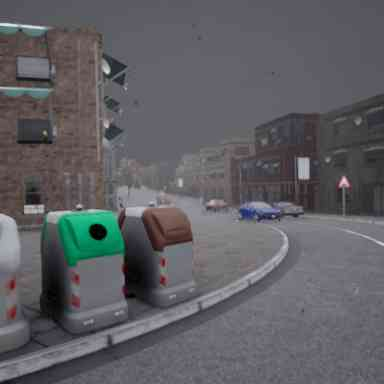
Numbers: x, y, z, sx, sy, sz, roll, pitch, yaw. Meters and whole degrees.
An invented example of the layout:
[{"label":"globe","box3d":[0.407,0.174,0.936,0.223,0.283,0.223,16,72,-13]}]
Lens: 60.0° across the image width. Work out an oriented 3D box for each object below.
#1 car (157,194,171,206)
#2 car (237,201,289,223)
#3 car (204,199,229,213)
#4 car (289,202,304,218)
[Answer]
[{"label":"car","box3d":[-5.549,1.493,65.579,2.150,2.045,5.566,-1,2,-14]},{"label":"car","box3d":[5.007,1.452,25.180,1.882,1.535,5.008,-1,-1,-13]},{"label":"car","box3d":[3.219,1.780,44.752,2.097,1.767,4.553,-1,0,-16]},{"label":"car","box3d":[7.472,1.521,28.615,2.033,1.411,5.357,-1,-1,-14]}]
